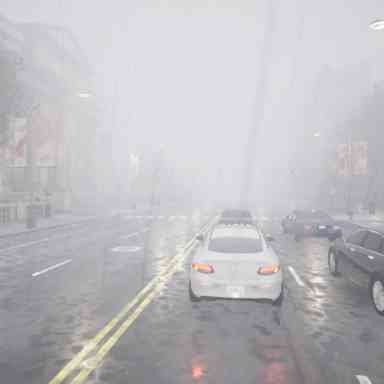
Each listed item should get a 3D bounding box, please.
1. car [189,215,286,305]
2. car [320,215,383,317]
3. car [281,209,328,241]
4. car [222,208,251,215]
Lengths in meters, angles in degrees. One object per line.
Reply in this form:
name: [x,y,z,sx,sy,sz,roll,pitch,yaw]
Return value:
car: [1.034,1.526,8.031,1.812,1.442,4.674,0,0,7]
car: [4.469,1.505,7.326,1.837,1.490,4.892,0,0,7]
car: [5.759,1.547,16.597,2.033,1.411,5.357,0,0,6]
car: [2.322,1.547,17.488,2.033,1.411,5.357,0,0,8]
